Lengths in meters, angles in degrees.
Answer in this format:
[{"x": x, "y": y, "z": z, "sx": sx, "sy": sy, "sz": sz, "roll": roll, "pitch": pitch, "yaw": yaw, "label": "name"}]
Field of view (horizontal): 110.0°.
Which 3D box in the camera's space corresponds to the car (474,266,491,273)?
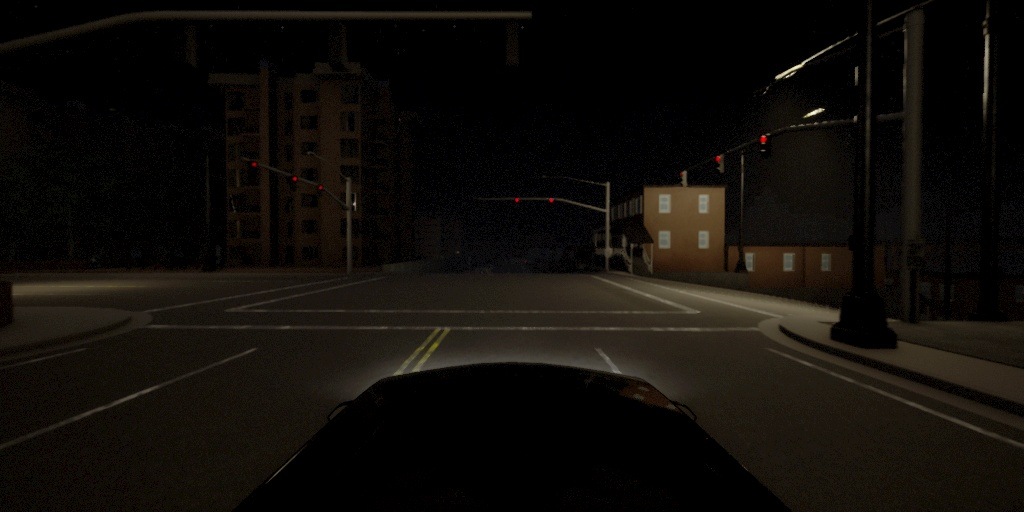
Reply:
[{"x": -3.500, "y": 1.888, "z": 43.644, "sx": 1.812, "sy": 1.442, "sz": 4.674, "roll": 0, "pitch": -8, "yaw": 0, "label": "car"}]
